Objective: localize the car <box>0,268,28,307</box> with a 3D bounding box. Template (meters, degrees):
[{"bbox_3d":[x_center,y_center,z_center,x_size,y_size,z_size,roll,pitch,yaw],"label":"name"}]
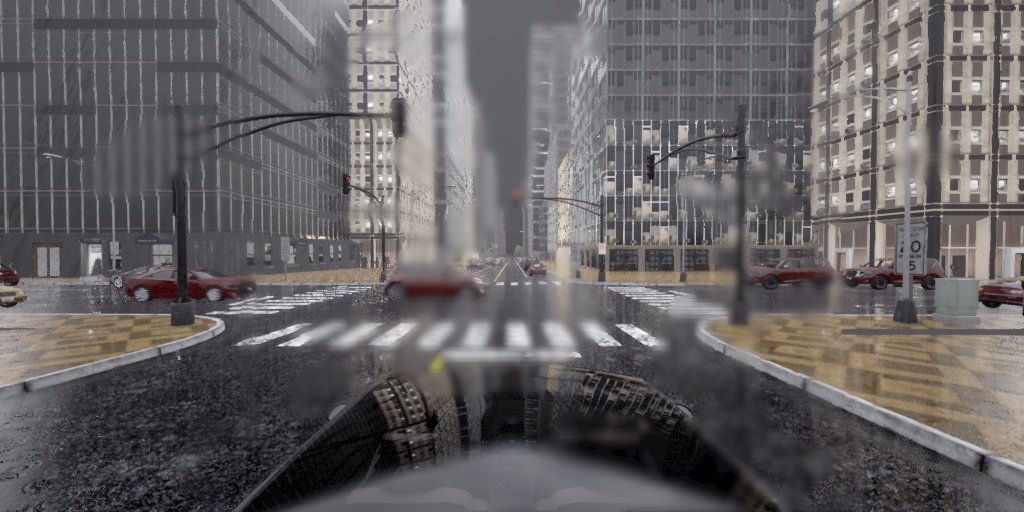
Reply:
[{"bbox_3d":[-21.258,1.300,13.414,4.829,1.417,1.751,0,0,0],"label":"car"}]

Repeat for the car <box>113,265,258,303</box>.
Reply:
[{"bbox_3d":[-14.245,1.236,16.113,5.008,1.535,1.882,0,1,0],"label":"car"}]

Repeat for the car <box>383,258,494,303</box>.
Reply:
[{"bbox_3d":[-3.275,1.093,16.145,4.553,1.767,2.097,0,0,0],"label":"car"}]

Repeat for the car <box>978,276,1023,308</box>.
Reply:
[{"bbox_3d":[20.183,1.416,13.498,4.207,1.307,1.802,0,0,0],"label":"car"}]

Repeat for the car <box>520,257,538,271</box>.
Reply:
[{"bbox_3d":[2.565,1.042,46.816,2.192,1.841,5.009,0,0,0],"label":"car"}]

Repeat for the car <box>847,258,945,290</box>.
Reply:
[{"bbox_3d":[22.898,1.030,21.642,5.009,1.841,2.192,0,0,0],"label":"car"}]

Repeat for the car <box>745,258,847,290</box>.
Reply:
[{"bbox_3d":[16.566,1.022,21.629,5.009,1.841,2.192,0,0,0],"label":"car"}]

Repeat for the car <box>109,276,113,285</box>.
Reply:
[{"bbox_3d":[-21.444,1.203,21.553,4.403,1.370,2.007,0,0,0],"label":"car"}]

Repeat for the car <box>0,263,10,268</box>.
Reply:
[{"bbox_3d":[-32.560,1.076,21.459,4.097,1.591,1.967,0,0,0],"label":"car"}]

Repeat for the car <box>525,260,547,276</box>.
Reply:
[{"bbox_3d":[2.541,1.316,35.767,1.802,1.307,4.207,0,0,0],"label":"car"}]
